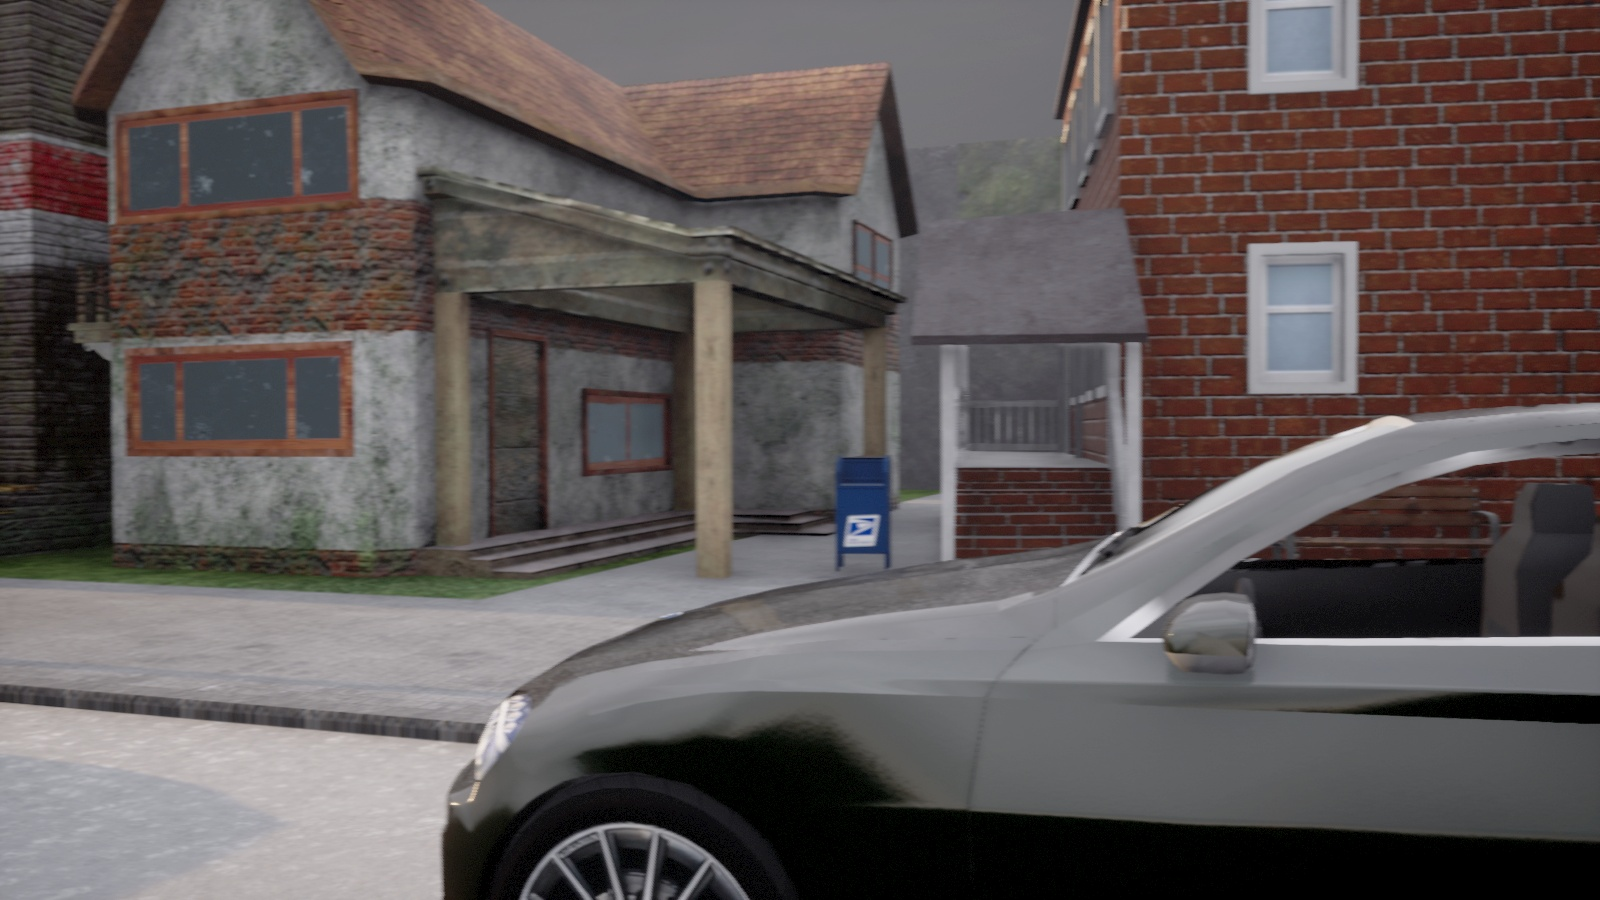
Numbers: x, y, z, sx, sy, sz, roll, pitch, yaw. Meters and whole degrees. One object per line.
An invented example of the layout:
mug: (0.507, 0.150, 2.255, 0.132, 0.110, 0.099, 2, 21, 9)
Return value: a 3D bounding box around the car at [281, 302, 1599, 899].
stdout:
car: (1.488, 0.559, 3.216, 5.027, 1.651, 2.152, 1, 1, 19)
